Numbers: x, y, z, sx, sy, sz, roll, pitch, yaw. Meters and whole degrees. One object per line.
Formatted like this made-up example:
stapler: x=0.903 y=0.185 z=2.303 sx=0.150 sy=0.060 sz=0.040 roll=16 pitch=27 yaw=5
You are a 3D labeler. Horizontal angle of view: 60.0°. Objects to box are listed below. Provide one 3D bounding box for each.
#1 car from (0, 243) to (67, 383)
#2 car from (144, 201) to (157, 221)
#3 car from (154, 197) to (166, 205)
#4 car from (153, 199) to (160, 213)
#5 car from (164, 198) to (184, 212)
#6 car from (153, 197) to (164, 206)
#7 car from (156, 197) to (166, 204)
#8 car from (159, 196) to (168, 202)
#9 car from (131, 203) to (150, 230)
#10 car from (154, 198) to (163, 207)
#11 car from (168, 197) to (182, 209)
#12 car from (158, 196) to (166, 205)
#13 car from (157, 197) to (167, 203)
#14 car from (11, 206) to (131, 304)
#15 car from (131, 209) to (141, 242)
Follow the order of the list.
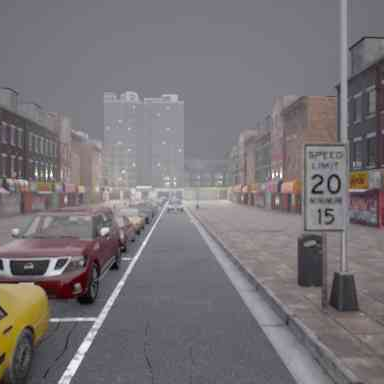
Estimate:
car: x=-2.713 y=1.531 z=2.689 sx=1.752 sy=1.417 sz=4.829 roll=0 pitch=0 yaw=-3
car: x=-3.919 y=1.613 z=24.634 sx=1.947 sy=1.339 sz=4.313 roll=0 pitch=0 yaw=-3
car: x=-6.013 y=1.690 z=62.742 sx=1.947 sy=1.339 sz=4.313 roll=0 pitch=0 yaw=-3
car: x=-4.218 y=1.624 z=30.078 sx=1.947 sy=1.339 sz=4.313 roll=0 pitch=0 yaw=-3
car: x=-1.969 y=1.677 z=39.026 sx=1.895 sy=1.301 sz=4.718 roll=0 pitch=0 yaw=-3
car: x=-5.704 y=1.638 z=57.128 sx=1.752 sy=1.417 sz=4.829 roll=0 pitch=0 yaw=-3
car: x=-6.312 y=1.717 z=68.185 sx=1.802 sy=1.307 sz=4.206 roll=0 pitch=0 yaw=-3
car: x=-7.209 y=1.733 z=84.517 sx=1.947 sy=1.339 sz=4.313 roll=0 pitch=0 yaw=-3
car: x=-3.610 y=1.561 z=19.021 sx=1.752 sy=1.417 sz=4.829 roll=0 pitch=0 yaw=-3
car: x=-4.517 y=1.620 z=35.522 sx=2.008 sy=1.369 sz=4.403 roll=0 pitch=0 yaw=-3
car: x=-2.518 y=1.574 z=49.030 sx=1.882 sy=1.535 sz=5.008 roll=0 pitch=0 yaw=-3
car: x=-5.414 y=1.653 z=51.854 sx=2.008 sy=1.369 sz=4.403 roll=0 pitch=0 yaw=-3
car: x=-6.611 y=1.711 z=73.629 sx=1.947 sy=1.339 sz=4.313 roll=0 pitch=0 yaw=-3
car: x=-3.022 y=1.331 z=8.303 sx=2.192 sy=1.841 sz=5.009 roll=0 pitch=0 yaw=-3
car: x=-3.320 y=1.608 z=13.747 sx=1.802 sy=1.307 sz=4.206 roll=0 pitch=0 yaw=-3
